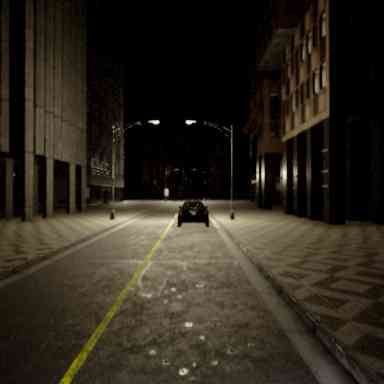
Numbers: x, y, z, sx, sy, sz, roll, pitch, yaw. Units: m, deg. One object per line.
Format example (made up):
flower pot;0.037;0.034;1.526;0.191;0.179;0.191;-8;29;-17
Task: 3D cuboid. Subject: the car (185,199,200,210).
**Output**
car;0.082;1.694;44.682;1.895;1.301;4.718;0;0;0

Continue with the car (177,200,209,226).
car;0.091;1.394;23.571;2.097;1.767;4.553;0;0;0
